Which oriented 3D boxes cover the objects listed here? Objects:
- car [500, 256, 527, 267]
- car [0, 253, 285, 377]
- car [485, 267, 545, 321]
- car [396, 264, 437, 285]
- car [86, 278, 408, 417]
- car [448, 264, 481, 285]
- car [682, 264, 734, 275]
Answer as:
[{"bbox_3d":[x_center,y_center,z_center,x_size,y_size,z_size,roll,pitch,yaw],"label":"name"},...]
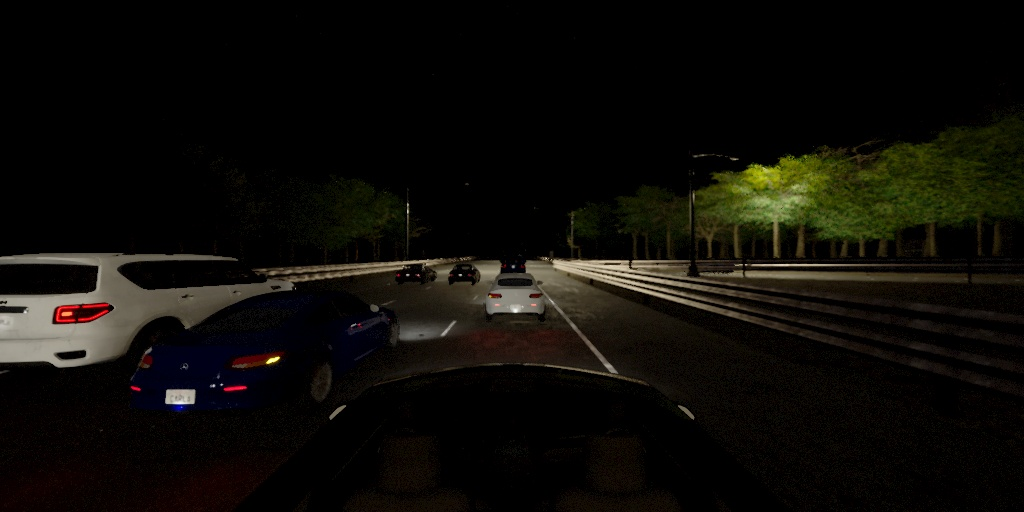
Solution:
[{"bbox_3d":[0.104,0.976,31.696,2.150,2.045,5.566,0,0,0],"label":"car"},{"bbox_3d":[-6.900,0.973,7.545,2.150,2.045,5.566,0,0,0],"label":"car"},{"bbox_3d":[0.100,1.279,12.344,1.812,1.442,4.674,0,0,0],"label":"car"},{"bbox_3d":[-6.897,1.306,26.217,2.033,1.411,5.357,0,0,0],"label":"car"},{"bbox_3d":[-3.385,1.277,5.971,1.812,1.442,4.674,0,0,0],"label":"car"},{"bbox_3d":[-3.399,1.306,26.170,2.033,1.411,5.357,0,0,0],"label":"car"},{"bbox_3d":[18.609,1.012,34.126,1.812,1.442,4.674,0,-1,-31],"label":"car"}]
